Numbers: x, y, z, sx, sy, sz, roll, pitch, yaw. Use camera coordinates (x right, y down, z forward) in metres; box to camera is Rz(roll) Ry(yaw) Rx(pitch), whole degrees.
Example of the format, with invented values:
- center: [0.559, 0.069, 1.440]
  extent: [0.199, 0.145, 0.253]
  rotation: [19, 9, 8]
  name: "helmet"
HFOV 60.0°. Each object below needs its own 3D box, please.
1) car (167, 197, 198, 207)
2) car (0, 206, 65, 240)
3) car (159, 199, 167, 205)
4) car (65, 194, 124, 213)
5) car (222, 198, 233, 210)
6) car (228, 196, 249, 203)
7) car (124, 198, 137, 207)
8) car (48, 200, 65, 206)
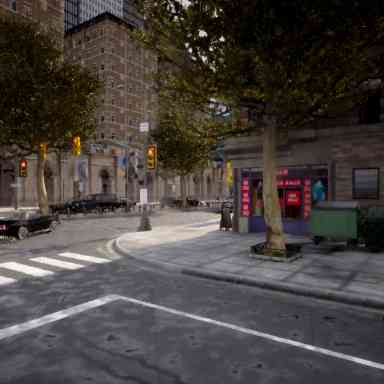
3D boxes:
- center: [-1.055, 1.477, 49.346]
  extent: [1.882, 1.535, 5.008]
  rotation: [0, 0, 36]
  name: "car"
- center: [-8.646, 1.601, 16.968]
  extent: [1.895, 1.301, 4.718]
  rotation: [0, 0, 5]
  name: "car"
- center: [-3.181, 1.526, 52.365]
  extent: [1.812, 1.442, 4.674]
  rotation: [0, 0, 36]
  name: "car"
- center: [-10.505, 1.222, 36.242]
  extent: [2.150, 2.045, 5.566]
  rotation: [0, 0, 36]
  name: "car"
- center: [5.302, 1.492, 38.344]
  extent: [2.128, 1.511, 4.902]
  rotation: [0, 0, 36]
  name: "car"
- center: [8.841, 1.401, 62.922]
  extent: [1.895, 1.301, 4.718]
  rotation: [0, 0, 36]
  name: "car"
- center: [-10.277, 1.595, 47.932]
  extent: [1.895, 1.301, 4.718]
  rotation: [0, 0, 36]
  name: "car"
- center: [-13.771, 1.546, 37.694]
  extent: [2.033, 1.411, 5.357]
  rotation: [0, 0, 36]
  name: "car"
